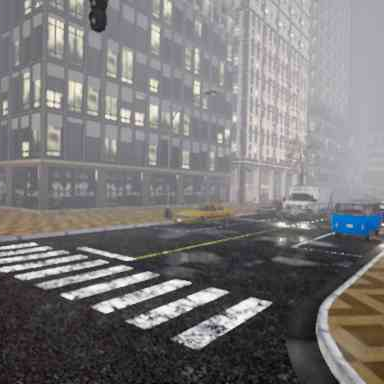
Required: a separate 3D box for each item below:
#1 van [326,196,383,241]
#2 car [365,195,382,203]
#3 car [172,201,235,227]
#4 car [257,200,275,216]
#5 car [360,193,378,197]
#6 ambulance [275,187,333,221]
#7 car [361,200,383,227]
[{"bbox_3d":[8.176,1.282,16.308,1.690,1.788,3.998,2,1,38],"label":"van"},{"bbox_3d":[34.356,1.354,62.842,2.008,1.369,4.403,2,1,38],"label":"car"},{"bbox_3d":[0.810,1.220,20.073,1.752,1.417,4.829,2,1,38],"label":"car"},{"bbox_3d":[6.969,1.296,27.755,1.802,1.307,4.206,2,1,38],"label":"car"},{"bbox_3d":[30.939,1.105,58.453,2.192,1.841,5.009,2,1,38],"label":"car"},{"bbox_3d":[9.238,0.824,26.467,2.351,2.431,6.366,2,1,38],"label":"ambulance"},{"bbox_3d":[13.181,1.390,22.905,1.967,1.590,4.097,2,1,38],"label":"car"}]
